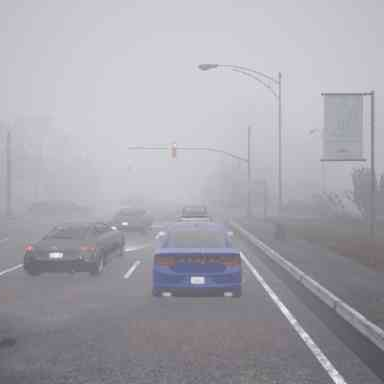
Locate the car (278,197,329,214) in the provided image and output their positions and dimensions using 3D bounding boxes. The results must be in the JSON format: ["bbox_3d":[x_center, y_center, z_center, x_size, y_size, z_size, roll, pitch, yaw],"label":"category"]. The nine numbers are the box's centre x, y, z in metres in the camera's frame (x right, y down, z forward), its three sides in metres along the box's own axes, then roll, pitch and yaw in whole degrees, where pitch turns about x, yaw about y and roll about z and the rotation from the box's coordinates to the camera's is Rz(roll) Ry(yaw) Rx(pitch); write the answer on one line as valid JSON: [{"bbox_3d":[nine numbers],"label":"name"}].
[{"bbox_3d":[11.404,1.525,34.754,4.674,1.442,1.812,0,0,3],"label":"car"}]

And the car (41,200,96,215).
[{"bbox_3d":[-11.785,1.525,32.596,4.674,1.442,1.812,0,0,3],"label":"car"}]

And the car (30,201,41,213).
[{"bbox_3d":[-15.351,1.564,36.308,4.181,1.385,1.994,0,0,3],"label":"car"}]

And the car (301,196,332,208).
[{"bbox_3d":[14.071,1.478,38.306,5.008,1.535,1.882,0,0,3],"label":"car"}]

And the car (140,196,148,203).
[{"bbox_3d":[-10.429,1.564,64.788,1.994,1.385,4.181,0,0,2],"label":"car"}]

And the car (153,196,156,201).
[{"bbox_3d":[-10.374,1.549,84.418,1.994,1.385,4.181,0,0,0],"label":"car"}]

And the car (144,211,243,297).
[{"bbox_3d":[0.112,1.478,8.611,1.882,1.535,5.008,0,0,0],"label":"car"}]

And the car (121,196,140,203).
[{"bbox_3d":[-10.503,1.491,55.436,2.128,1.511,4.902,0,0,0],"label":"car"}]

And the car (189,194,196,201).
[{"bbox_3d":[0.127,1.533,85.577,2.033,1.411,5.357,0,0,0],"label":"car"}]

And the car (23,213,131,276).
[{"bbox_3d":[-3.395,1.564,10.385,1.994,1.385,4.181,0,0,1],"label":"car"}]

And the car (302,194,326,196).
[{"bbox_3d":[14.784,1.221,41.791,5.566,2.045,2.150,0,0,2],"label":"car"}]

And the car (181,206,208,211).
[{"bbox_3d":[0.127,1.491,18.110,2.128,1.511,4.902,0,0,0],"label":"car"}]

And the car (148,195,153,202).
[{"bbox_3d":[-10.389,1.524,74.392,1.812,1.442,4.674,0,0,0],"label":"car"}]

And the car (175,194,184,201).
[{"bbox_3d":[-3.372,1.349,85.969,2.097,1.767,4.553,0,0,0],"label":"car"}]

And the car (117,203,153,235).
[{"bbox_3d":[-3.373,1.564,18.768,1.994,1.385,4.181,0,0,0],"label":"car"}]
